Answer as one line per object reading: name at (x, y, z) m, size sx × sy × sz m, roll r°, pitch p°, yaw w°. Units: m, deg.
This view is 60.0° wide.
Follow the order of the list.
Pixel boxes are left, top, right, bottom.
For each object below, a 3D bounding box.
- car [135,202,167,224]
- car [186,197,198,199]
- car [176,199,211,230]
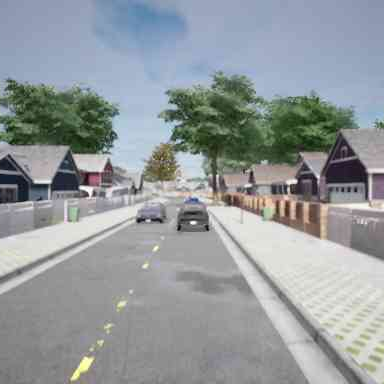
car at (-2.786, 1.440, 23.896) m, size 2.033 × 1.411 × 5.357 m, roll 0°, pitch 0°, yaw 0°
car at (0.038, 1.297, 38.822) m, size 1.882 × 1.535 × 5.008 m, roll 0°, pitch 0°, yaw 0°
car at (0.067, 1.410, 20.454) m, size 1.837 × 1.490 × 4.892 m, roll 0°, pitch 0°, yaw 0°
